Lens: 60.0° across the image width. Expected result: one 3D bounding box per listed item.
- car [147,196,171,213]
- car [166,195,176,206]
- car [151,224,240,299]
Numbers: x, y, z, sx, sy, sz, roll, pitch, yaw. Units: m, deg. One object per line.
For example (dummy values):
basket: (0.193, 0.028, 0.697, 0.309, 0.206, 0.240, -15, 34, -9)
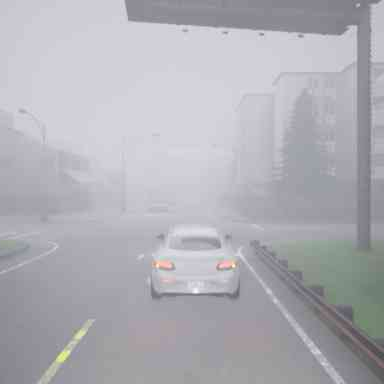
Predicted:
car: (-3.659, 1.500, 36.550, 1.812, 1.442, 4.674, 0, 0, 0)
car: (-3.669, 1.315, 53.018, 2.097, 1.767, 4.553, 0, 0, 0)
car: (0.068, 1.520, 8.299, 1.812, 1.442, 4.674, 0, 0, 0)
